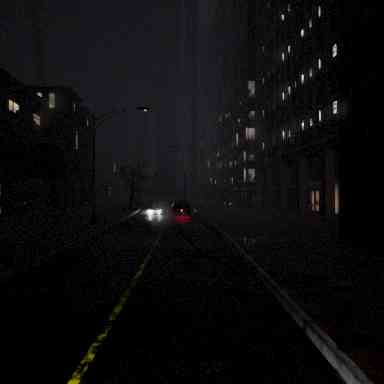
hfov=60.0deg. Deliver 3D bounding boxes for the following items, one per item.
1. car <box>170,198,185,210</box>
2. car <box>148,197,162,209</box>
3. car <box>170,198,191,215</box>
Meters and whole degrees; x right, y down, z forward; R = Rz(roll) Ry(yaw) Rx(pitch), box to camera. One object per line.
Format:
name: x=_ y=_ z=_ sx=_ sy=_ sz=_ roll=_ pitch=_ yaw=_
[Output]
car: x=-1.936 y=1.509 z=44.194 sx=1.812 sy=1.442 sz=4.674 roll=0 pitch=0 yaw=-5
car: x=-4.850 y=1.470 z=43.878 sx=2.128 sy=1.511 sz=4.902 roll=0 pitch=0 yaw=-5
car: x=-1.136 y=1.496 z=34.139 sx=1.837 sy=1.490 sz=4.892 roll=0 pitch=0 yaw=-4
